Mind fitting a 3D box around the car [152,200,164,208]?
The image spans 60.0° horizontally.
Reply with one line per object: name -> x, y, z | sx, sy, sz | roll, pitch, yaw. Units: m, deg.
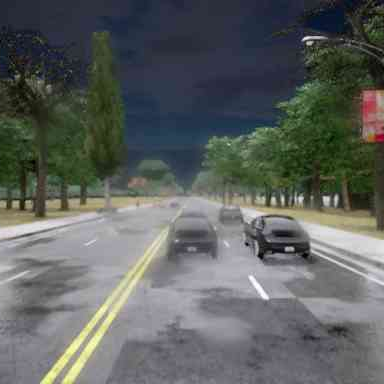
car -> -6.548, 2.255, 64.579 | 2.097, 1.767, 4.553 | 0, -1, 0

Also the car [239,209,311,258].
car -> 3.262, 1.660, 13.493 | 1.837, 1.490, 4.892 | 0, 0, 0

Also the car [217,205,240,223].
car -> 3.257, 1.835, 28.515 | 2.128, 1.511, 4.902 | 0, -1, 0

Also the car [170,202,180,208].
car -> -3.291, 2.501, 64.496 | 1.895, 1.301, 4.718 | 0, -1, 0

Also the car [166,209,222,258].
car -> 0.012, 1.660, 13.484 | 1.837, 1.490, 4.892 | 0, 0, 0

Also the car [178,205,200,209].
car -> 0.004, 1.940, 28.233 | 1.895, 1.301, 4.718 | 0, -1, 0
